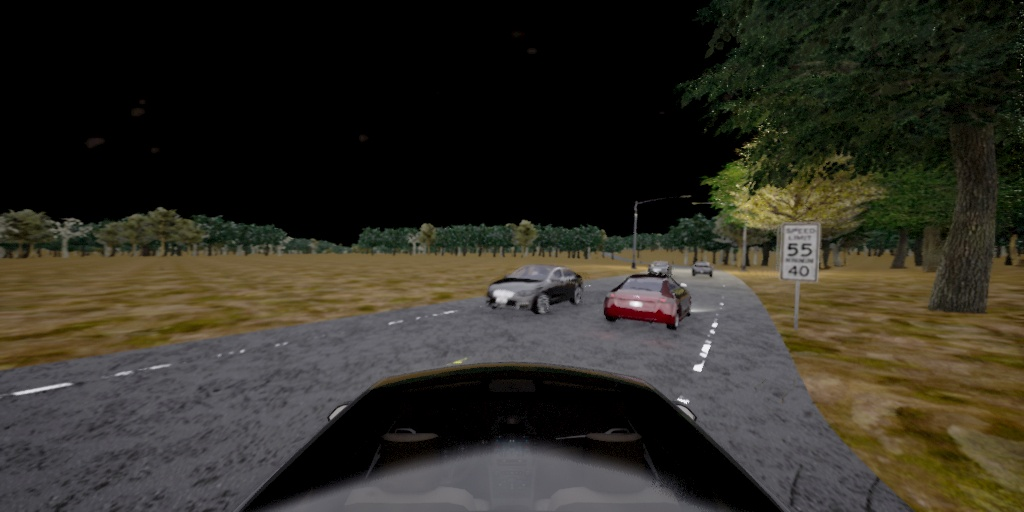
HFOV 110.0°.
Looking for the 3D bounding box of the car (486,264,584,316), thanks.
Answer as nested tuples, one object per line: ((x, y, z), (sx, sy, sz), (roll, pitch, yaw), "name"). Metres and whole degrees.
((1.005, 1.058, 12.733), (2.128, 1.511, 4.902), (2, 1, 32), "car")

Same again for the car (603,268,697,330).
((4.376, 1.260, 11.260), (1.994, 1.385, 4.181), (2, 1, 32), "car")

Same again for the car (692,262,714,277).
((20.058, 1.404, 37.752), (2.128, 1.511, 4.902), (2, 1, 29), "car")

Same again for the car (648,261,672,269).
((14.807, 1.244, 35.774), (2.128, 1.511, 4.902), (2, 1, 30), "car")
